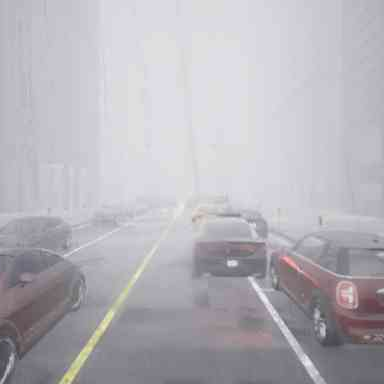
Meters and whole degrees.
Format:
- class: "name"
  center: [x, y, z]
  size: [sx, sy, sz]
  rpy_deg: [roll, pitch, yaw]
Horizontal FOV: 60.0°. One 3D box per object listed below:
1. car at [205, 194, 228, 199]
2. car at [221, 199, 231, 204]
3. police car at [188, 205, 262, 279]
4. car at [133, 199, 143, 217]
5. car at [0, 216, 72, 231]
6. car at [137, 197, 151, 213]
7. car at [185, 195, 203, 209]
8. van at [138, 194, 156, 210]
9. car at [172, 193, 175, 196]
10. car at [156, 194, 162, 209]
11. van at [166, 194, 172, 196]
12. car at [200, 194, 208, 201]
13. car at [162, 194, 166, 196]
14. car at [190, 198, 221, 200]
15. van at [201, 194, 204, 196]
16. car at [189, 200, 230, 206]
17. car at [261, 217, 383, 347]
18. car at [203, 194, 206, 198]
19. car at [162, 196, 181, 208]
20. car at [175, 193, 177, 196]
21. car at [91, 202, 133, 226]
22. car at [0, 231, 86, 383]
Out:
- class: "car"
  center: [2.838, 1.306, 34.362]
  size: [2.192, 1.841, 5.009]
  rpy_deg: [0, 0, 0]
- class: "car"
  center: [2.826, 1.573, 28.753]
  size: [1.802, 1.307, 4.206]
  rpy_deg: [0, 0, 0]
- class: "police car"
  center: [0.922, 1.421, 10.155]
  size: [1.930, 1.638, 5.238]
  rpy_deg: [0, 0, 0]
- class: "car"
  center: [-5.699, 1.573, 28.759]
  size: [1.802, 1.307, 4.206]
  rpy_deg: [0, 0, 0]
- class: "car"
  center: [-5.735, 1.560, 11.930]
  size: [1.947, 1.339, 4.313]
  rpy_deg: [0, 0, 0]
- class: "car"
  center: [-5.687, 1.516, 34.198]
  size: [1.752, 1.417, 4.829]
  rpy_deg: [0, 0, 0]
- class: "car"
  center: [0.104, 1.540, 44.706]
  size: [2.033, 1.411, 5.357]
  rpy_deg: [0, 0, 0]
- class: "van"
  center: [-5.675, 1.332, 39.977]
  size: [1.690, 1.788, 3.998]
  rpy_deg: [0, 0, 0]
- class: "car"
  center: [-5.602, 1.312, 73.634]
  size: [2.192, 1.841, 5.009]
  rpy_deg: [0, 0, 0]
- class: "car"
  center: [-5.663, 1.432, 45.587]
  size: [1.967, 1.590, 4.097]
  rpy_deg: [0, 0, 0]
- class: "van"
  center: [-5.614, 1.337, 68.025]
  size: [1.690, 1.788, 3.998]
  rpy_deg: [0, 0, 0]
- class: "car"
  center: [2.948, 1.441, 84.844]
  size: [1.967, 1.590, 4.097]
  rpy_deg: [0, 0, 0]
- class: "car"
  center: [-5.650, 1.308, 51.196]
  size: [2.192, 1.841, 5.009]
  rpy_deg: [0, 0, 0]
- class: "car"
  center: [0.957, 1.469, 26.046]
  size: [1.882, 1.535, 5.008]
  rpy_deg: [0, 0, 0]
- class: "van"
  center: [2.887, 1.335, 56.798]
  size: [1.690, 1.788, 3.998]
  rpy_deg: [0, 0, 0]
- class: "car"
  center: [0.896, 1.472, 20.038]
  size: [1.882, 1.535, 5.008]
  rpy_deg: [0, 0, 0]
- class: "car"
  center: [2.778, 1.437, 6.316]
  size: [1.967, 1.590, 4.097]
  rpy_deg: [0, 0, 0]
- class: "car"
  center: [2.851, 1.307, 39.971]
  size: [2.192, 1.841, 5.009]
  rpy_deg: [0, 0, 0]
- class: "car"
  center: [-2.986, 1.593, 46.715]
  size: [1.895, 1.301, 4.718]
  rpy_deg: [0, 0, 0]
- class: "car"
  center: [-5.578, 1.552, 84.853]
  size: [2.008, 1.369, 4.403]
  rpy_deg: [0, 0, 0]
- class: "car"
  center: [-5.711, 1.542, 23.149]
  size: [2.008, 1.369, 4.403]
  rpy_deg: [0, 0, 0]
- class: "car"
  center: [-3.090, 1.561, 4.913]
  size: [1.994, 1.385, 4.181]
  rpy_deg: [0, 0, 0]
